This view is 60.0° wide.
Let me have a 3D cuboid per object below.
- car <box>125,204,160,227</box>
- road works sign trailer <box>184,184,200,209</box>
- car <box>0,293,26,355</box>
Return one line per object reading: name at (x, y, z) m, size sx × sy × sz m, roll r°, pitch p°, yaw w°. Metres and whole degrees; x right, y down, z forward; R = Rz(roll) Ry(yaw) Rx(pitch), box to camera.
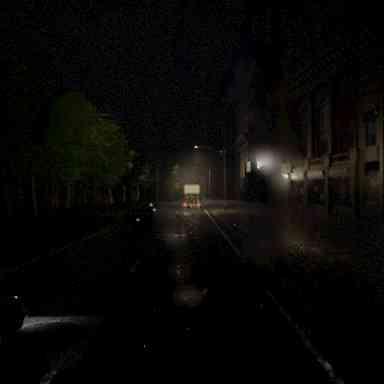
car at (-3.408, 1.564, 23.434) m, size 2.128 × 1.511 × 4.902 m, roll 0°, pitch 0°, yaw 0°
road works sign trailer at (-0.015, 0.623, 49.507) m, size 2.380 × 3.560 × 2.880 m, roll 0°, pitch 0°, yaw 0°
car at (-3.401, 1.555, 2.485) m, size 2.033 × 1.411 × 5.357 m, roll 0°, pitch 0°, yaw 0°
